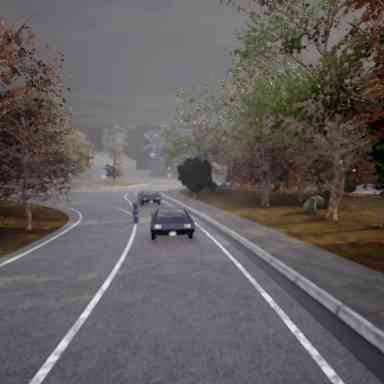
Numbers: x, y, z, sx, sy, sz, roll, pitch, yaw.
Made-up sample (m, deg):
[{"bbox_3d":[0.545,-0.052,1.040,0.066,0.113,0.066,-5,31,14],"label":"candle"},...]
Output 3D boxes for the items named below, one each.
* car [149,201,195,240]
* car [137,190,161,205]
[{"bbox_3d":[-1.029,1.355,15.789,1.895,1.301,4.718,-1,2,-6],"label":"car"},{"bbox_3d":[-4.293,0.458,32.583,1.895,1.301,4.718,-1,5,-15],"label":"car"}]
